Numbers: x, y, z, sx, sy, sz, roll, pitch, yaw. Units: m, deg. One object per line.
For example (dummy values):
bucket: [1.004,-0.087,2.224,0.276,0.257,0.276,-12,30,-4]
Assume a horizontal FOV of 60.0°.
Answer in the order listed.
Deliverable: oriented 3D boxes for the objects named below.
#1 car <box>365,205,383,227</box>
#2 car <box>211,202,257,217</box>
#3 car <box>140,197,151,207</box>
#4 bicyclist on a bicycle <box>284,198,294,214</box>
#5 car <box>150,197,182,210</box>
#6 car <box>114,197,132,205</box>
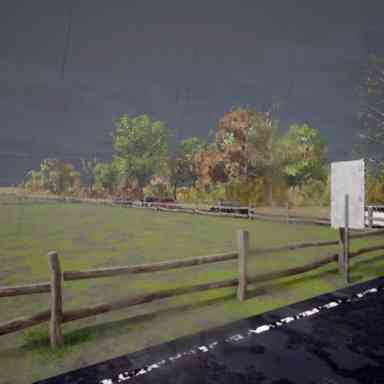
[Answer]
car: [12.186,1.533,20.468,1.812,1.442,4.674,0,0,-35]
car: [4.016,1.630,32.281,1.895,1.301,4.718,0,0,-35]
car: [-6.594,1.517,52.714,1.882,1.535,5.008,0,0,-34]
bicyclist on a bicycle: [9.955,1.483,34.192,1.656,1.620,0.582,0,0,-35]
car: [-3.094,1.564,42.581,1.812,1.442,4.674,0,0,-35]
car: [-12.541,1.582,61.226,2.033,1.411,5.357,0,0,-35]
